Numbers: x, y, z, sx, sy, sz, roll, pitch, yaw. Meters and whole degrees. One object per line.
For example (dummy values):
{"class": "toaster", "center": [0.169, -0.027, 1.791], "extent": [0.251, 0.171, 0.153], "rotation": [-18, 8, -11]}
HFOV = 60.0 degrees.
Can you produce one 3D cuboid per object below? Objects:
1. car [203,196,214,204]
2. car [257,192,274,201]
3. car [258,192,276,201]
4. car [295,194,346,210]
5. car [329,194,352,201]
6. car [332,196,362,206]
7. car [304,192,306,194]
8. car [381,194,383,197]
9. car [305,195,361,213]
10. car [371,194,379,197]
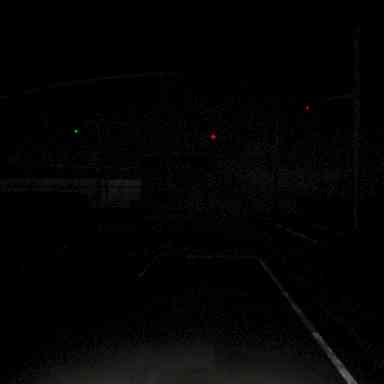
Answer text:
{"class": "car", "center": [2.851, 1.427, 59.001], "extent": [2.033, 1.411, 5.357], "rotation": [0, 0, 3]}
{"class": "car", "center": [16.191, 1.265, 72.015], "extent": [3.806, 1.475, 1.970], "rotation": [0, 0, 2]}
{"class": "car", "center": [16.946, 0.977, 75.310], "extent": [3.866, 1.878, 1.905], "rotation": [0, 0, 2]}
{"class": "car", "center": [14.760, 1.305, 37.788], "extent": [5.027, 1.636, 2.152], "rotation": [0, 0, 2]}
{"class": "car", "center": [34.966, 1.264, 78.188], "extent": [4.514, 1.523, 2.007], "rotation": [0, 0, 2]}
{"class": "car", "center": [22.939, 1.302, 49.291], "extent": [3.633, 1.501, 1.845], "rotation": [0, 0, 2]}
{"class": "car", "center": [24.665, 1.037, 71.686], "extent": [4.605, 1.855, 1.932], "rotation": [0, 0, 2]}
{"class": "car", "center": [41.896, 1.171, 67.798], "extent": [5.027, 1.636, 2.152], "rotation": [0, 0, 2]}
{"class": "car", "center": [14.677, 1.321, 34.652], "extent": [4.514, 1.523, 2.007], "rotation": [0, 0, 2]}
{"class": "car", "center": [41.850, 1.235, 74.224], "extent": [3.806, 1.475, 1.970], "rotation": [0, 0, 2]}
